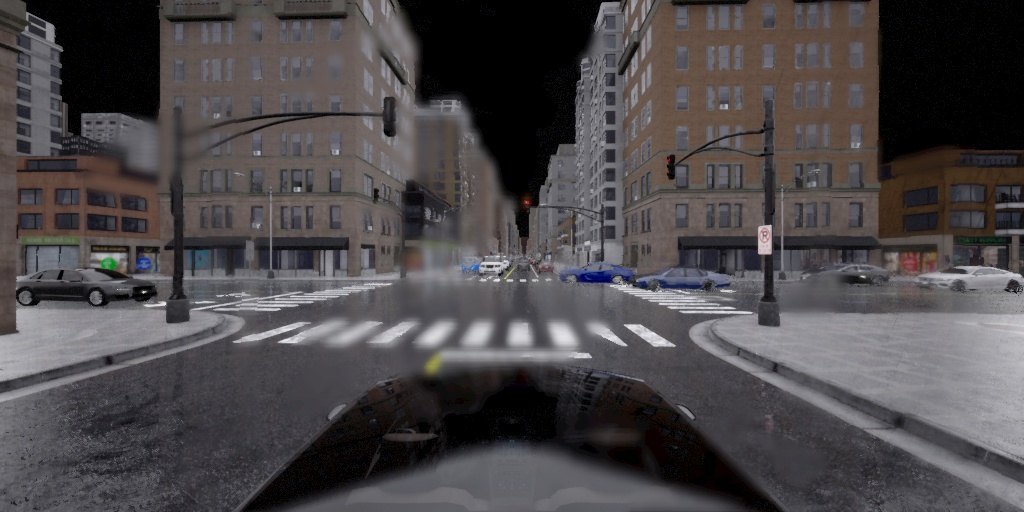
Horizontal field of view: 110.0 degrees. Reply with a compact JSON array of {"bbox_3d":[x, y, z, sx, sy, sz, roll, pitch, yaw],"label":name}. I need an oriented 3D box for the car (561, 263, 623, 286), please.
[{"bbox_3d":[5.937,1.231,25.104,5.008,1.535,1.882,0,0,15],"label":"car"}]

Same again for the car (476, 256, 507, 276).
[{"bbox_3d":[-2.040,0.987,37.094,2.150,2.045,5.566,0,0,2],"label":"car"}]

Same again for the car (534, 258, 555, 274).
[{"bbox_3d":[3.869,1.209,40.976,1.967,1.591,4.097,0,0,2],"label":"car"}]

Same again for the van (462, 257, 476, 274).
[{"bbox_3d":[-4.652,1.111,41.272,1.690,1.789,3.998,0,0,2],"label":"van"}]

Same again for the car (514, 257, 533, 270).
[{"bbox_3d":[1.804,1.276,55.279,2.128,1.511,4.902,0,0,2],"label":"car"}]

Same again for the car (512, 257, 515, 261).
[{"bbox_3d":[-1.103,1.145,62.764,2.097,1.767,4.553,0,0,2],"label":"car"}]

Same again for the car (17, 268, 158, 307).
[{"bbox_3d":[-17.625,1.239,14.909,4.892,1.490,1.837,0,0,2],"label":"car"}]

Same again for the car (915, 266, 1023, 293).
[{"bbox_3d":[25.876,1.306,20.315,4.674,1.442,1.812,0,0,2],"label":"car"}]

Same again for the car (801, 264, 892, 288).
[{"bbox_3d":[21.950,1.265,23.685,4.902,1.511,2.128,0,0,2],"label":"car"}]

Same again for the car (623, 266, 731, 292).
[{"bbox_3d":[9.601,1.306,20.801,5.357,1.411,2.033,0,0,2],"label":"car"}]

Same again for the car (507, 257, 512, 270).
[{"bbox_3d":[-1.586,1.001,49.746,2.150,2.045,5.566,0,0,3],"label":"car"}]
